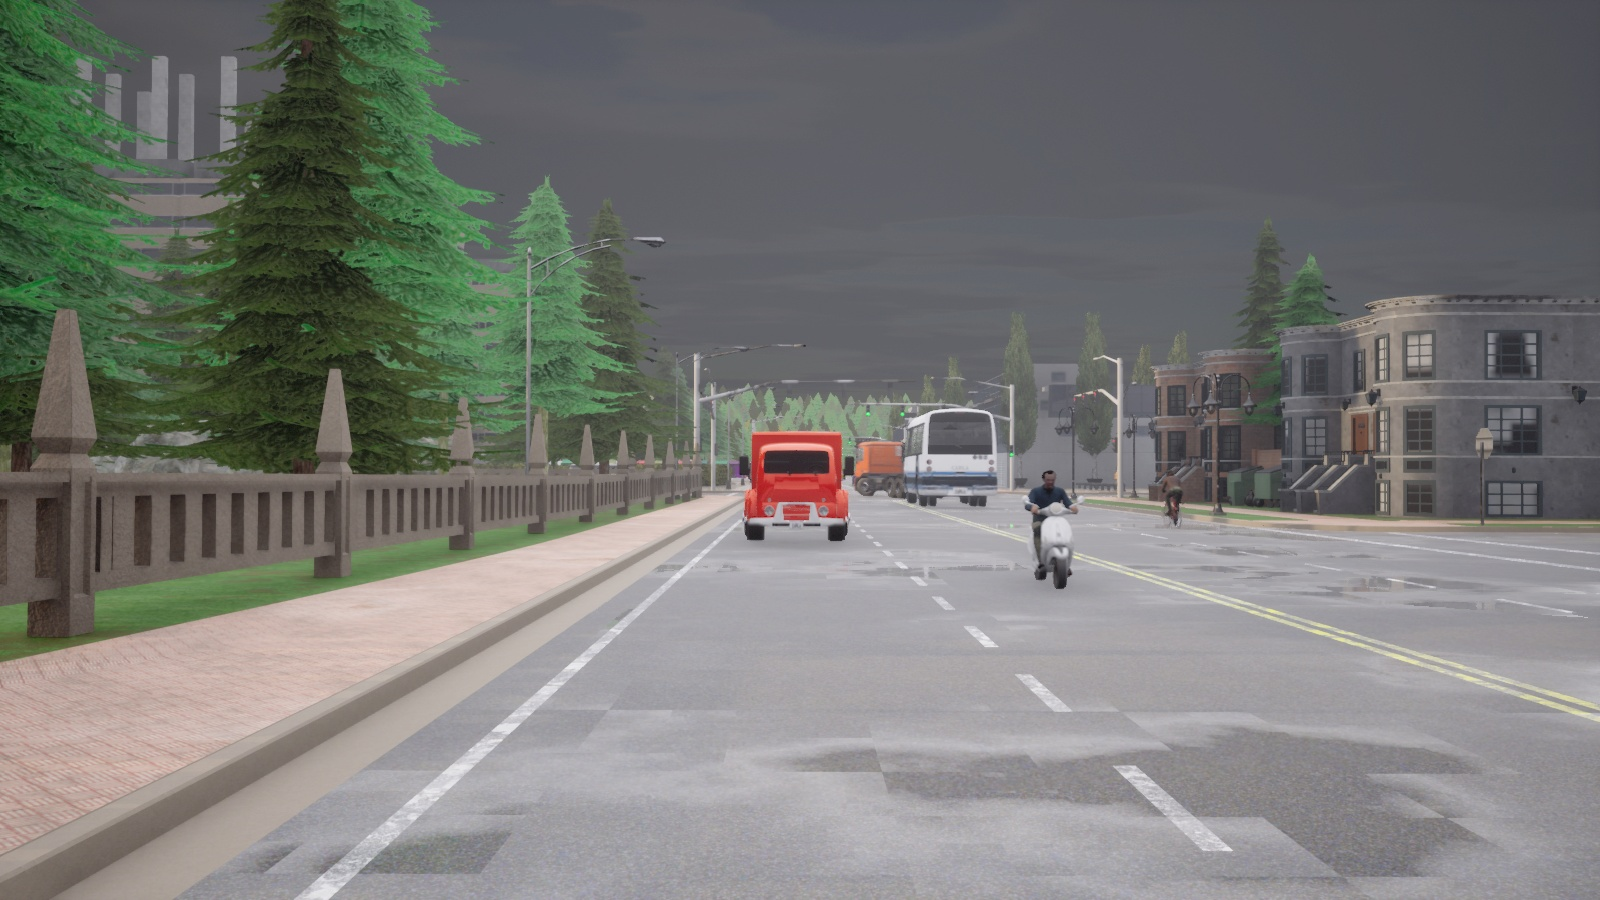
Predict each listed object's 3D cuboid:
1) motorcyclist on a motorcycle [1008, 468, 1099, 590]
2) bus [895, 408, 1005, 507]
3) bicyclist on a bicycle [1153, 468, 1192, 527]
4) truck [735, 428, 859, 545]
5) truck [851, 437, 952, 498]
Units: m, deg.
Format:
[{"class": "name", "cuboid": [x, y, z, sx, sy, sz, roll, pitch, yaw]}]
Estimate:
[{"class": "motorcyclist on a motorcycle", "cuboid": [3.456, 1.043, 17.261, 0.866, 1.590, 1.817, 0, -1, 0]}, {"class": "bus", "cuboid": [6.845, 0.402, 59.208, 3.944, 4.253, 10.273, 0, -1, 0]}, {"class": "bicyclist on a bicycle", "cuboid": [10.411, 1.315, 35.182, 0.582, 1.620, 1.656, 0, -1, 0]}, {"class": "truck", "cuboid": [-0.076, 0.818, 29.254, 2.627, 2.467, 5.204, 0, -1, 0]}, {"class": "truck", "cuboid": [5.967, 1.070, 75.306, 2.891, 3.462, 7.936, 1, -1, -21]}]
